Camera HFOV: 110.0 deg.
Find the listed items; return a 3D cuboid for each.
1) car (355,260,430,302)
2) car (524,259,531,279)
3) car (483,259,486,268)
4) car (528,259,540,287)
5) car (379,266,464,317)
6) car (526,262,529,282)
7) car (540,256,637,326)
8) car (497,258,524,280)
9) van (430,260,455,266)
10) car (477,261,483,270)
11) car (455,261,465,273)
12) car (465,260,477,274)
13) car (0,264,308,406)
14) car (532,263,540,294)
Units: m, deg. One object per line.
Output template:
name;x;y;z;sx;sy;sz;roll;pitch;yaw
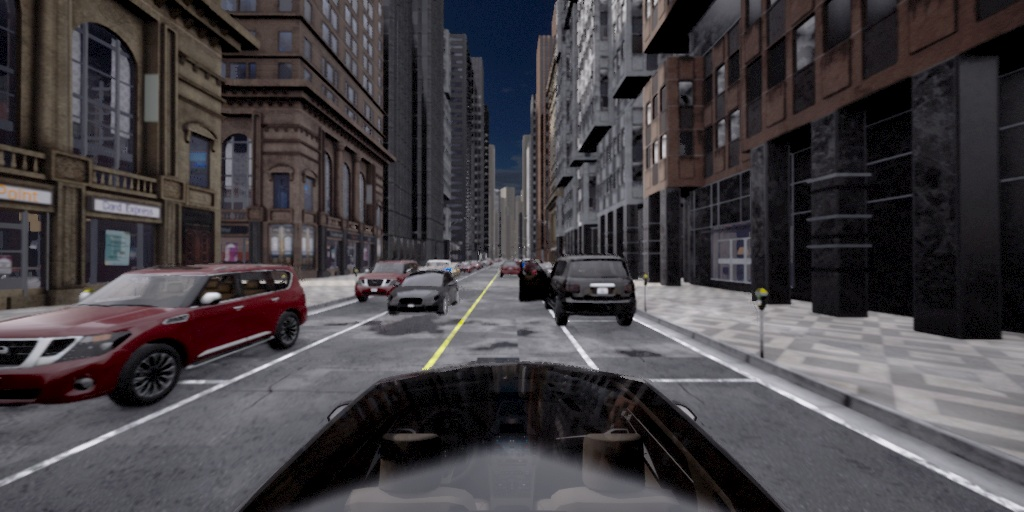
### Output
car;-5.850;1.137;17.661;2.192;1.841;5.009;0;0;0
car;2.546;1.240;40.130;2.192;1.841;5.009;0;0;0
car;-6.108;1.622;62.473;1.802;1.307;4.207;0;0;0
car;2.611;1.311;28.927;1.967;1.591;4.097;0;0;0
car;-3.164;1.308;13.600;1.837;1.490;4.892;0;0;0
car;2.578;1.480;34.529;1.802;1.307;4.207;0;0;0
car;2.340;1.015;12.004;2.150;2.045;5.566;0;0;0
car;-0.147;1.268;38.010;2.097;1.767;4.553;0;0;0
van;-5.914;1.215;28.864;1.690;1.789;3.998;0;0;0
car;-6.076;1.451;56.872;1.967;1.591;4.097;0;0;0
car;-5.946;1.426;34.295;1.751;1.417;4.829;0;0;0
car;-6.011;1.396;45.669;1.967;1.591;4.097;0;0;0
car;-5.785;1.087;6.458;2.192;1.841;5.009;0;0;0
car;2.643;1.396;23.325;2.007;1.370;4.403;0;0;0
